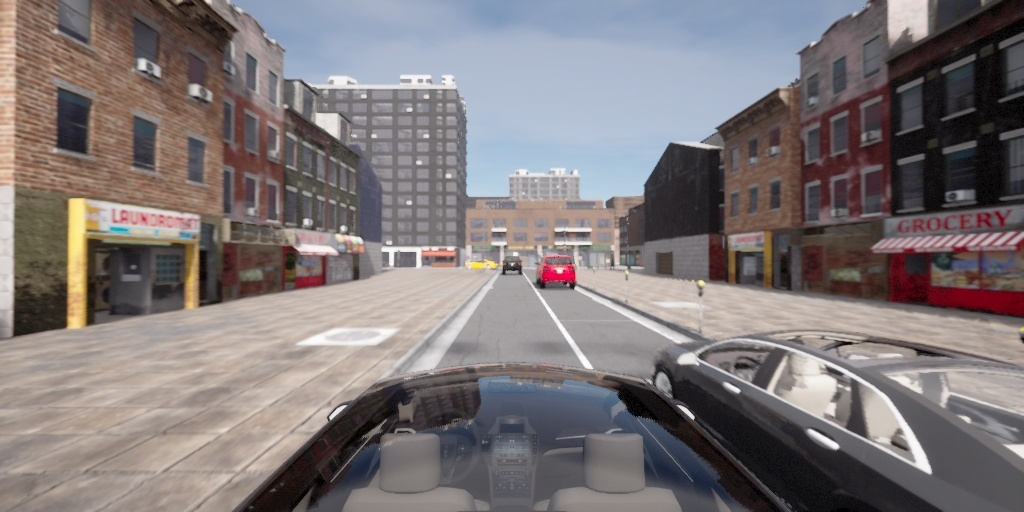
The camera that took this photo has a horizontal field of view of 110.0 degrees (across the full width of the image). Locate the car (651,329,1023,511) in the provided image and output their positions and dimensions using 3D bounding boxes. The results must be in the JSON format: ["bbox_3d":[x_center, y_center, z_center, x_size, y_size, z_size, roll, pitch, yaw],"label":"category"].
[{"bbox_3d":[2.638,1.300,3.006,2.007,1.370,4.403,0,0,0],"label":"car"}]

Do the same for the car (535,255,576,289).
[{"bbox_3d":[2.756,0.982,23.350,2.150,2.045,5.566,0,0,0],"label":"car"}]

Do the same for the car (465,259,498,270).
[{"bbox_3d":[-4.665,1.278,54.317,5.008,1.535,1.882,0,-1,13],"label":"car"}]

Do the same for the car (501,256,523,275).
[{"bbox_3d":[0.021,0.995,39.300,2.150,2.045,5.566,0,0,0],"label":"car"}]
